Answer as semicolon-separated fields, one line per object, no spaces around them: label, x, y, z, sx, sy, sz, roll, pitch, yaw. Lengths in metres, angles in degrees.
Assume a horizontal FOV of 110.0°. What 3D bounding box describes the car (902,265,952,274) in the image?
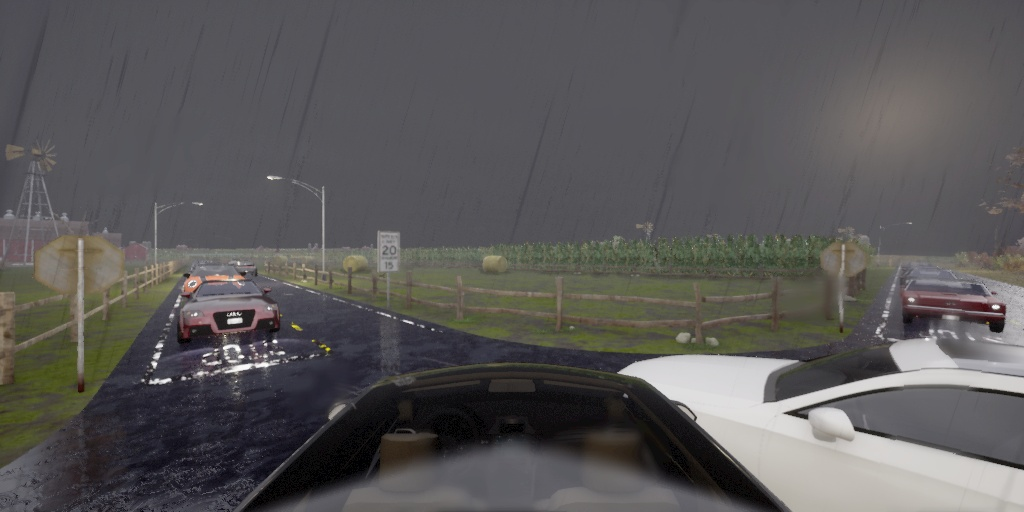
car;20.726;1.348;17.762;5.357;1.411;2.033;0;1;-42

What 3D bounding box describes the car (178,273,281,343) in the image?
car;-7.869;1.349;9.937;1.994;1.385;4.181;0;0;-42

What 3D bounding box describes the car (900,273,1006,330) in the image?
car;13.599;1.389;11.252;4.718;1.301;1.895;0;1;-43

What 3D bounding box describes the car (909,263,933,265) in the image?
car;27.527;1.380;23.967;4.181;1.385;1.994;0;1;-42

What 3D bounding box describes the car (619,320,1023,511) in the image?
car;2.853;1.293;2.270;1.812;1.442;4.674;0;1;-43

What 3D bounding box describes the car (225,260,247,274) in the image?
car;-33.384;1.276;43.298;1.837;1.490;4.892;0;0;-41

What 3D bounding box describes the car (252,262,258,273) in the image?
car;-26.718;1.259;35.791;2.128;1.511;4.902;0;0;-41

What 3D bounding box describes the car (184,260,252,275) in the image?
car;-13.597;1.130;16.463;2.097;1.767;4.553;0;0;-41
